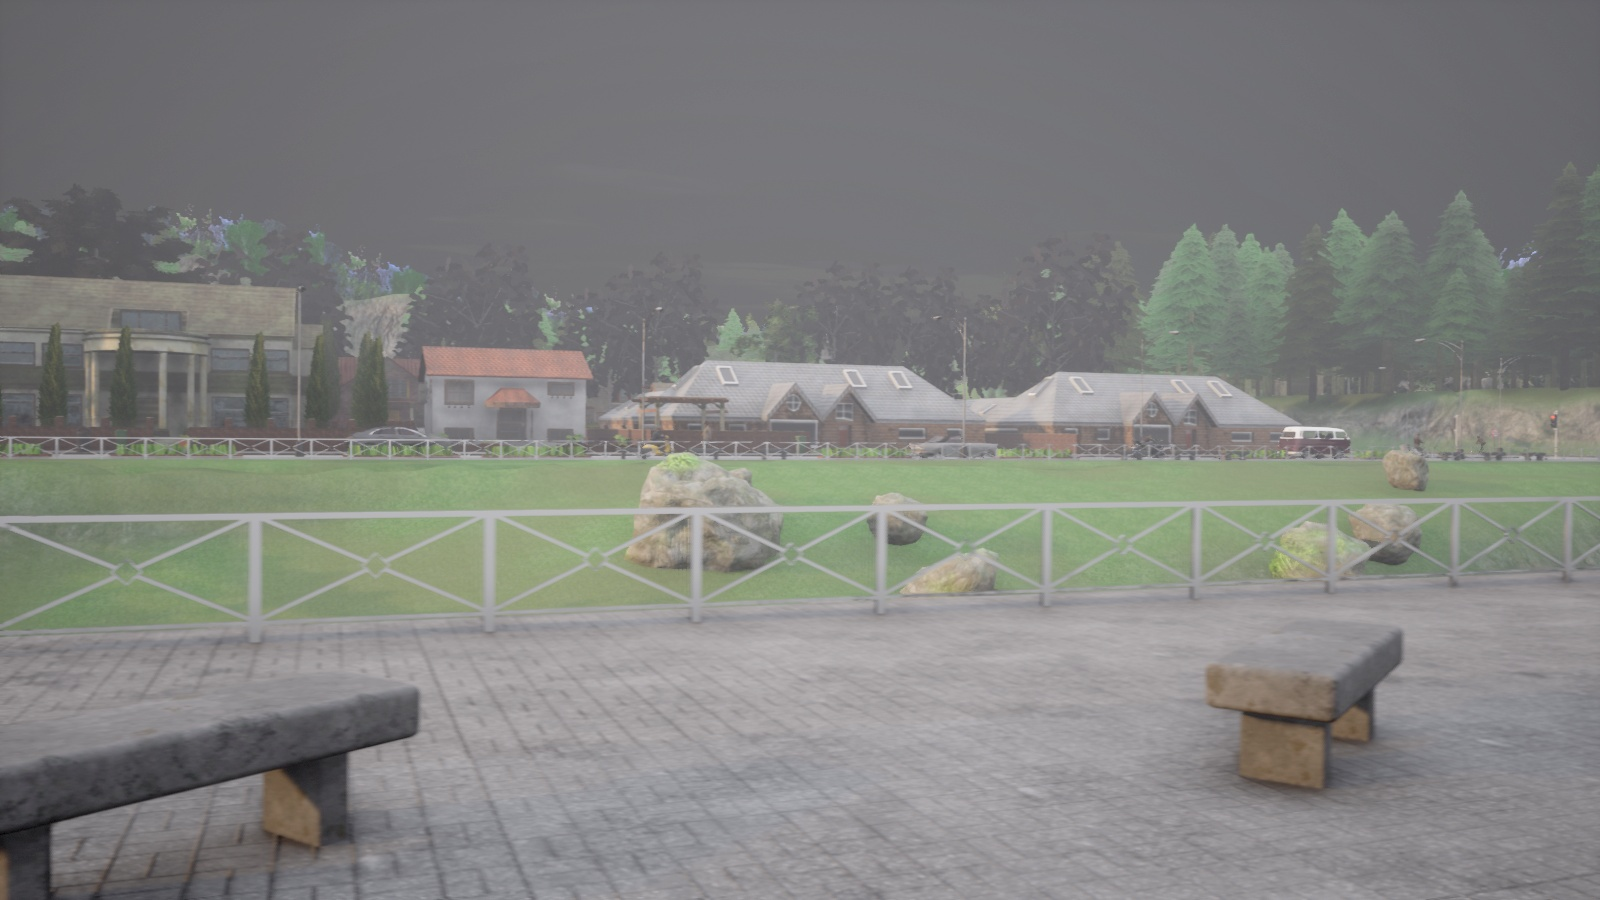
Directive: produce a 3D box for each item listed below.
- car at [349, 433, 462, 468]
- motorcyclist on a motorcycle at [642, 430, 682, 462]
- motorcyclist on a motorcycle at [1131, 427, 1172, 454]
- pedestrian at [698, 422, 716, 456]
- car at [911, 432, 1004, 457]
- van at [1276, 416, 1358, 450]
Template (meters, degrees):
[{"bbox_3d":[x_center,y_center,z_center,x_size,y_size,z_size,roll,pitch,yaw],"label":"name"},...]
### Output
[{"bbox_3d":[-18.374,0.001,58.482,4.902,1.511,2.128,-1,1,-21],"label":"car"},{"bbox_3d":[-6.895,-0.196,62.838,1.817,1.590,0.866,-1,1,-21],"label":"motorcyclist on a motorcycle"},{"bbox_3d":[20.519,-0.581,73.240,2.191,1.530,0.866,-1,1,-21],"label":"motorcyclist on a motorcycle"},{"bbox_3d":[-5.396,-0.617,72.748,0.873,1.952,0.659,-1,1,-23],"label":"pedestrian"},{"bbox_3d":[8.618,-0.313,68.726,4.718,1.301,1.895,-1,1,-21],"label":"car"},{"bbox_3d":[31.914,-1.086,77.560,4.480,2.038,2.069,-1,1,-21],"label":"van"}]
